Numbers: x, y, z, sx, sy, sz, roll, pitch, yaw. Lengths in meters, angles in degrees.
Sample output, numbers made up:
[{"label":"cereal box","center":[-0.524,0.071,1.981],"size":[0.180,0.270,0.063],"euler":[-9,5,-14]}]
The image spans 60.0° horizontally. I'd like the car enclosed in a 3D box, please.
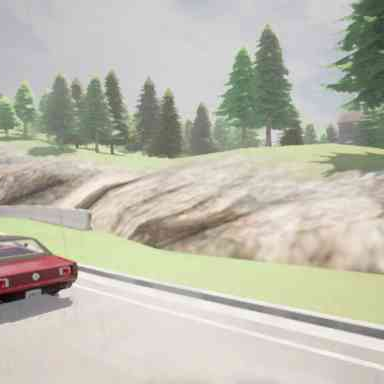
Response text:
[{"label":"car","center":[-4.730,1.689,7.824],"size":[4.718,1.301,1.895],"euler":[-1,0,40]}]
